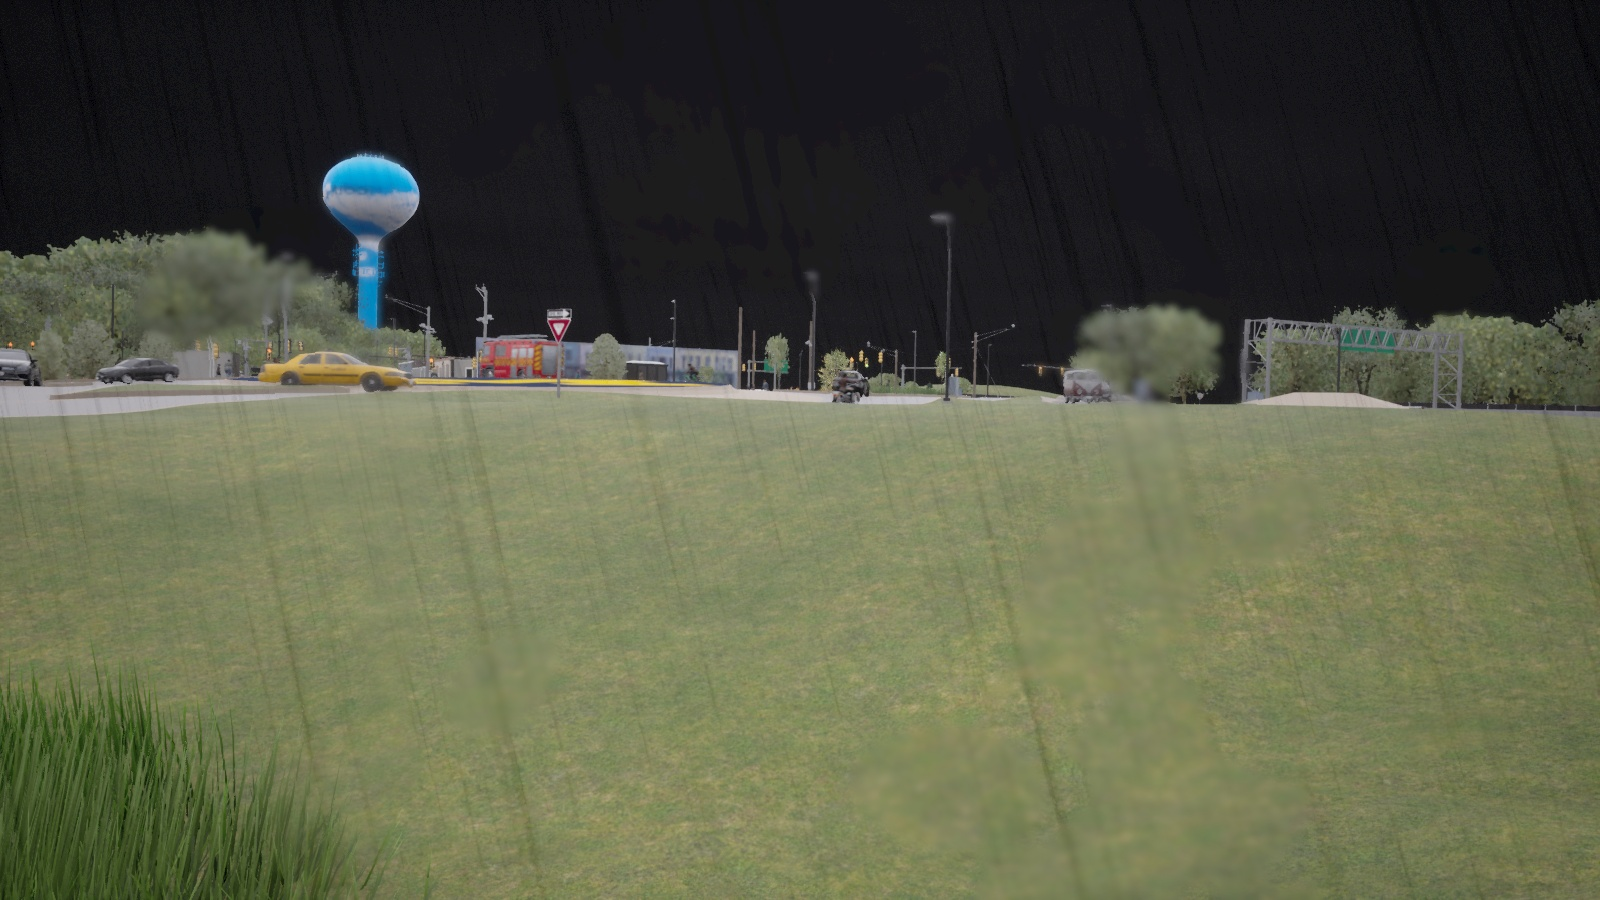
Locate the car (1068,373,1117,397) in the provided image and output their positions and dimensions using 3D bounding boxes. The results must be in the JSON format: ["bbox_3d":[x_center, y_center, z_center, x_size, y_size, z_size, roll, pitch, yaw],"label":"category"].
[{"bbox_3d":[21.392,-4.731,91.617,2.033,1.649,4.856,3,3,31],"label":"car"}]

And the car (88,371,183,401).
[{"bbox_3d":[-39.966,-3.894,75.706,1.837,1.490,4.892,2,7,24],"label":"car"}]

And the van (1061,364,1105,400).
[{"bbox_3d":[16.639,-4.028,74.089,1.775,1.987,4.442,2,3,3],"label":"van"}]

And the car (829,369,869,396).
[{"bbox_3d":[2.816,-3.828,71.293,1.816,1.474,4.193,1,4,8],"label":"car"}]

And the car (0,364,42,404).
[{"bbox_3d":[-30.770,-2.528,48.749,1.812,1.442,4.674,0,2,-25],"label":"car"}]

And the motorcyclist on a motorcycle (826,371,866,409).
[{"bbox_3d":[2.107,-2.731,57.042,0.766,1.649,2.350,0,3,29],"label":"motorcyclist on a motorcycle"}]

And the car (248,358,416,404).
[{"bbox_3d":[-16.831,-2.484,45.308,5.366,1.575,1.801,0,1,2],"label":"car"}]
